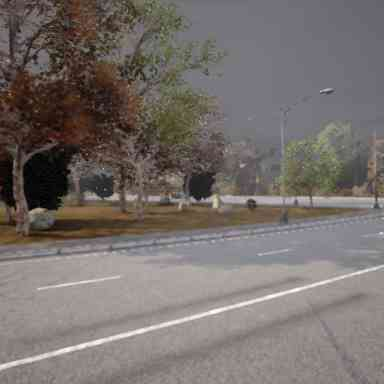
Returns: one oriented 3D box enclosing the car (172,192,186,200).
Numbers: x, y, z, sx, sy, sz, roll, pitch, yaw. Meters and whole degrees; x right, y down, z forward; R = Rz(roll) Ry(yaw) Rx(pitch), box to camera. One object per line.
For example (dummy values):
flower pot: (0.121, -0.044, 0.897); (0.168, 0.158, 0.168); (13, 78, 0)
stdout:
car: (-2.282, 0.844, 68.591); (2.128, 1.511, 4.902); (-3, 1, -39)
